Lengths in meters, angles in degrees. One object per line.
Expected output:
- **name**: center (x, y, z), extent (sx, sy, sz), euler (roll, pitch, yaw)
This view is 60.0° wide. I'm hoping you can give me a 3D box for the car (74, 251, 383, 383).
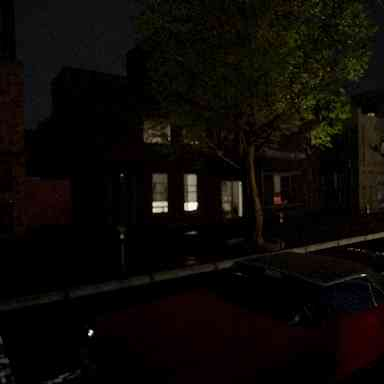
- **car**: center (1.104, 1.545, 4.151), extent (4.718, 1.301, 1.895), euler (-1, 1, -35)
